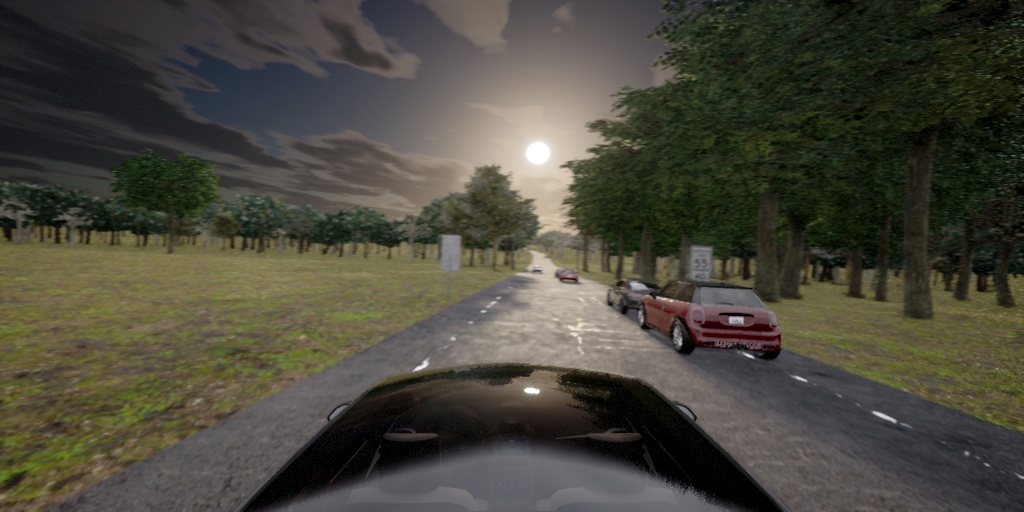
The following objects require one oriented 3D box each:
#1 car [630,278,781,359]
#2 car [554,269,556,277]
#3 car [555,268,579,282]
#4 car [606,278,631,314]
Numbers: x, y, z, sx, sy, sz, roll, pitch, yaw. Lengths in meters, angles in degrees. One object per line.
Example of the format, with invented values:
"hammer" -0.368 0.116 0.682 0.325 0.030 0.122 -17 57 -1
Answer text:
"car" 4.997 1.437 9.844 2.097 1.767 4.553 3 -1 4
"car" 6.953 2.326 49.837 1.994 1.385 4.181 3 -1 4
"car" 6.234 2.121 39.755 1.994 1.385 4.181 3 -1 5
"car" 5.443 1.707 15.858 1.812 1.442 4.674 3 -1 4
